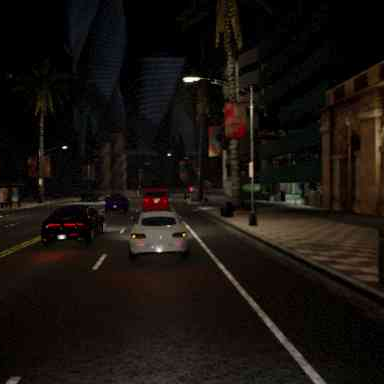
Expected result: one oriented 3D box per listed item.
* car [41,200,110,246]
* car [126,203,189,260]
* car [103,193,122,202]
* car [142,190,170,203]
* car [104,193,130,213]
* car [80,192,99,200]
[{"bbox_3d":[-4.981,1.323,14.451,1.837,1.490,4.892,-1,1,-6],"label":"car"},{"bbox_3d":[-1.163,1.348,11.664,1.812,1.442,4.674,-1,1,-6],"label":"car"},{"bbox_3d":[-12.474,0.845,52.593,1.994,1.385,4.181,-1,1,-1],"label":"car"},{"bbox_3d":[-3.078,0.794,28.573,2.150,2.045,5.566,-1,1,-6],"label":"car"},{"bbox_3d":[-6.834,1.051,30.795,1.882,1.535,5.008,-1,1,-6],"label":"car"},{"bbox_3d":[-15.954,0.830,51.934,1.837,1.490,4.892,-1,1,-1],"label":"car"}]
